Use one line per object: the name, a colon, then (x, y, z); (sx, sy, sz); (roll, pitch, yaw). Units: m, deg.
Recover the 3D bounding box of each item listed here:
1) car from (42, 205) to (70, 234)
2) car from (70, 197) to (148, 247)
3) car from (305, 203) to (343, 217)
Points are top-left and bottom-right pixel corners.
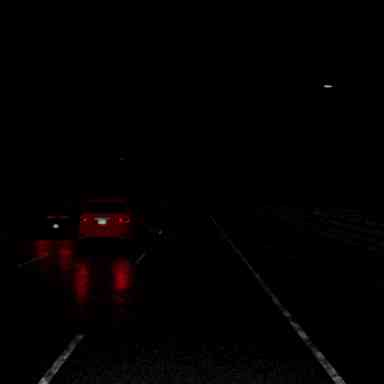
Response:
car: (-6.909, 1.511, 19.302); (2.128, 1.511, 4.902); (0, 0, 0)
car: (-3.406, 1.237, 15.282); (2.150, 2.045, 5.566); (0, 0, 0)
car: (11.300, 1.656, 30.072); (2.033, 1.411, 5.357); (0, 0, -13)
